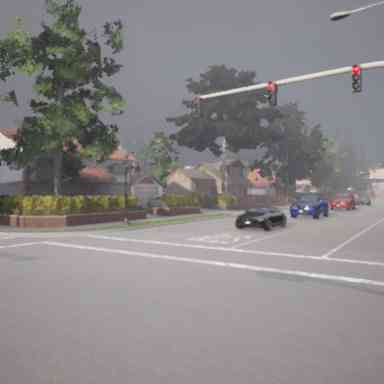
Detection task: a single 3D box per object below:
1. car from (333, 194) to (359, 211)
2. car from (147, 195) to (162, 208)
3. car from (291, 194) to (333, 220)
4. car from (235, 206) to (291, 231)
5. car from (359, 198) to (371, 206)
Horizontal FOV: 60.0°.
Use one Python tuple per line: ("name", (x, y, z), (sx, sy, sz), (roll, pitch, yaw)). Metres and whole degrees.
("car", (18.375, 1.211, 40.516), (2.150, 2.045, 5.566), (0, 0, 35))
("car", (-3.387, 1.137, 38.749), (3.806, 1.475, 1.970), (0, 0, 36))
("car", (10.325, 1.211, 29.056), (2.150, 2.045, 5.566), (0, 0, 35))
("car", (4.274, 1.554, 20.433), (1.994, 1.385, 4.181), (0, 0, 35))
("car", (27.298, 1.596, 53.071), (1.994, 1.385, 4.181), (0, 0, 35))
